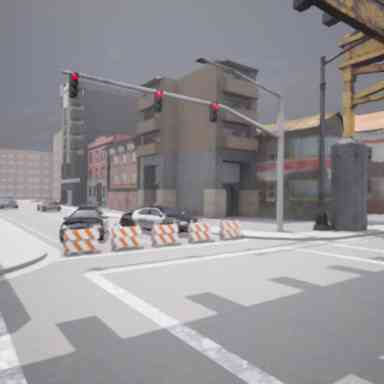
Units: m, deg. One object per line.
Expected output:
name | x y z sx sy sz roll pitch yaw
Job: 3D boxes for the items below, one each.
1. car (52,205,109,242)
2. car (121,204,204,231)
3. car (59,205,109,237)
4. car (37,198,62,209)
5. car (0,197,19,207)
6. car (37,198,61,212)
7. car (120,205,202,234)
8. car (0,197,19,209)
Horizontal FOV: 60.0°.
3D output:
car | -5.283 1.510 16.793 2.038 1.542 4.974 1 0 -11
car | -1.749 1.397 18.972 4.536 1.218 1.853 0 0 34
car | -5.291 1.352 16.845 1.853 1.218 4.536 1 0 -11
car | -17.384 1.394 40.495 1.853 1.218 4.536 1 0 -36
car | -25.104 1.357 45.475 1.853 1.218 4.536 1 0 -36
car | -17.355 1.551 40.452 2.038 1.542 4.974 1 0 -36
car | -1.708 1.554 18.942 4.974 1.542 2.038 0 0 34
car | -25.075 1.515 45.432 2.038 1.542 4.974 1 0 -36
